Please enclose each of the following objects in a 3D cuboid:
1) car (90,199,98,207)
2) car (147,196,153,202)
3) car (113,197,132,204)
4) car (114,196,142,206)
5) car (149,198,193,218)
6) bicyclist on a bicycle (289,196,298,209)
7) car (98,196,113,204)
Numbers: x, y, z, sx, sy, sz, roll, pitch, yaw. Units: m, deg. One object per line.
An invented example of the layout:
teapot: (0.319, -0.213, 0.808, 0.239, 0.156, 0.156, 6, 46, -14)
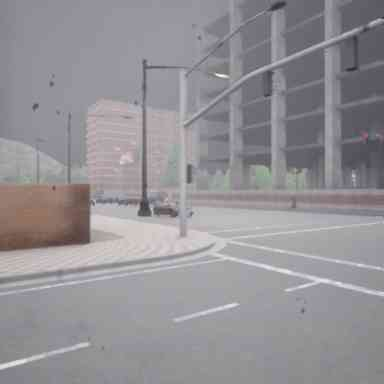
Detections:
car: (-16.986, 1.540, 51.793, 2.033, 1.411, 5.357, 0, 0, -35)
car: (-7.891, 1.490, 57.259, 1.837, 1.490, 4.892, 0, 0, -34)
car: (-13.786, 1.586, 65.601, 1.895, 1.301, 4.718, 0, 0, -35)
car: (-10.715, 1.465, 55.189, 1.882, 1.535, 5.008, 0, 0, -35)
car: (-1.758, 1.517, 29.930, 1.812, 1.442, 4.674, 0, 0, -35)
bicyclist on a bicycle: (12.467, 1.283, 40.929, 1.656, 1.620, 0.582, 0, 0, -35)
car: (-16.637, 1.513, 63.571, 1.812, 1.442, 4.674, 0, 0, -35)
